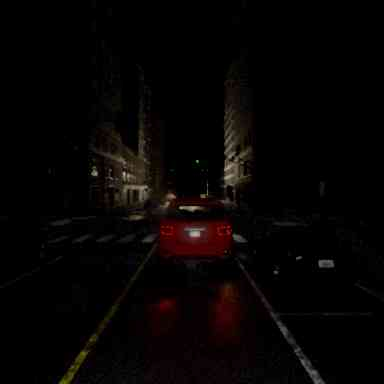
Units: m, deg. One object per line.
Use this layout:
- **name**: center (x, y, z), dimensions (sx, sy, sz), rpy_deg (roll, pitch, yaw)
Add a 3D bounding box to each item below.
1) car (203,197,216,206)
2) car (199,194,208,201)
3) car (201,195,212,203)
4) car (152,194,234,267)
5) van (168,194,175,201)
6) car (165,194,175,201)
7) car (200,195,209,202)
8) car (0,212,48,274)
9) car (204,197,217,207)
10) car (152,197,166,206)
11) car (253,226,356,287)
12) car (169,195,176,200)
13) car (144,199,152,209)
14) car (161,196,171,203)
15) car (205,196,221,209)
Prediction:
- **car**: center (2.894, 1.569, 57.061), dimensions (2.008, 1.369, 4.403), rpy_deg (0, 0, 0)
- **car**: center (2.934, 1.401, 84.106), dimensions (2.192, 1.841, 5.009), rpy_deg (0, 0, 0)
- **car**: center (2.910, 1.479, 67.879), dimensions (1.967, 1.590, 4.097), rpy_deg (0, 0, 0)
- **car**: center (0.244, 1.215, 11.520), dimensions (2.150, 2.045, 5.566), rpy_deg (0, 0, 4)
- **van**: center (-5.583, 1.447, 89.522), dimensions (1.690, 1.788, 3.998), rpy_deg (0, 0, 0)
- **car**: center (-5.591, 1.401, 84.114), dimensions (2.192, 1.841, 5.009), rpy_deg (0, 0, 0)
- **car**: center (2.926, 1.509, 78.697), dimensions (1.967, 1.590, 4.097), rpy_deg (0, 0, 0)
- **car**: center (-5.673, 1.434, 9.151), dimensions (1.967, 1.590, 4.097), rpy_deg (0, 0, 0)
- **car**: center (2.885, 1.537, 51.822), dimensions (1.752, 1.417, 4.829), rpy_deg (0, 0, 0)
- **car**: center (-5.631, 1.569, 57.071), dimensions (2.008, 1.369, 4.403), rpy_deg (0, 0, 0)
- **car**: center (2.853, 1.561, 9.153), dimensions (1.947, 1.339, 4.313), rpy_deg (0, 0, 0)
- **car**: center (-5.573, 1.652, 94.760), dimensions (1.752, 1.417, 4.829), rpy_deg (0, 0, 0)
- **car**: center (-5.648, 1.587, 46.254), dimensions (1.802, 1.307, 4.206), rpy_deg (0, 0, 0)
- **car**: center (-5.607, 1.577, 73.126), dimensions (1.752, 1.417, 4.829), rpy_deg (0, 0, 0)
- **car**: center (2.877, 1.445, 46.243), dimensions (1.967, 1.590, 4.097), rpy_deg (0, 0, 0)
